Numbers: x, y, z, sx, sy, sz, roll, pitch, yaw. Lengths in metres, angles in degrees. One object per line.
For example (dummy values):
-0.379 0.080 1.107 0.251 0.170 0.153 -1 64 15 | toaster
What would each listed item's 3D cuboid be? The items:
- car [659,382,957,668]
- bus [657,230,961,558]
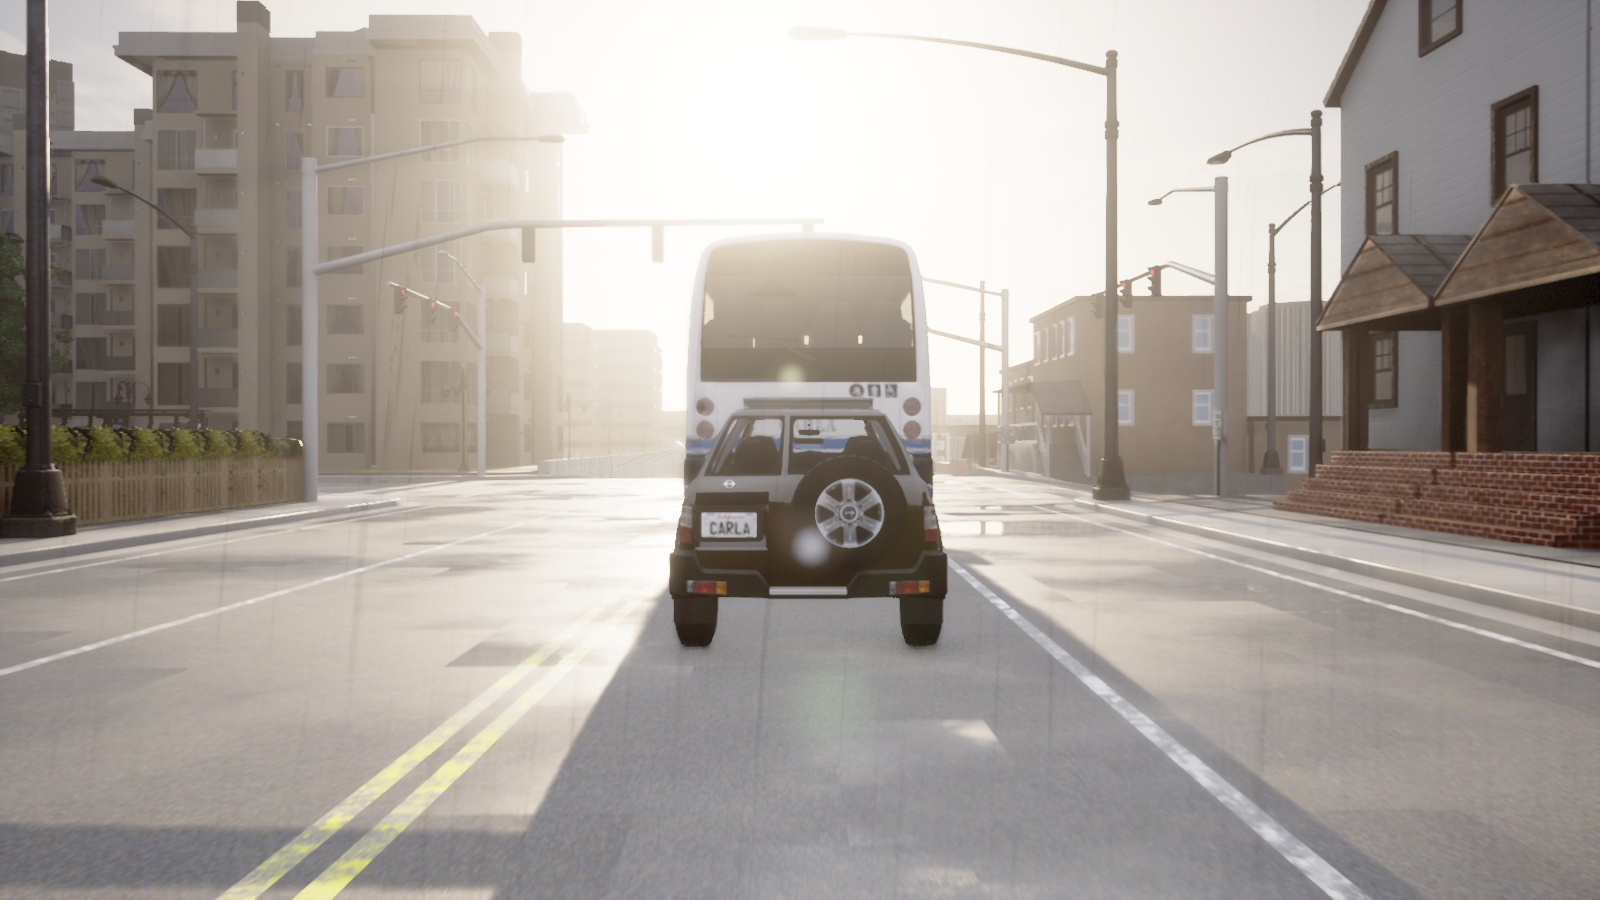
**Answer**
0.076 0.499 10.461 1.932 1.855 4.605 0 0 1 | car
0.141 -0.755 21.457 3.944 4.253 10.273 0 0 0 | bus
